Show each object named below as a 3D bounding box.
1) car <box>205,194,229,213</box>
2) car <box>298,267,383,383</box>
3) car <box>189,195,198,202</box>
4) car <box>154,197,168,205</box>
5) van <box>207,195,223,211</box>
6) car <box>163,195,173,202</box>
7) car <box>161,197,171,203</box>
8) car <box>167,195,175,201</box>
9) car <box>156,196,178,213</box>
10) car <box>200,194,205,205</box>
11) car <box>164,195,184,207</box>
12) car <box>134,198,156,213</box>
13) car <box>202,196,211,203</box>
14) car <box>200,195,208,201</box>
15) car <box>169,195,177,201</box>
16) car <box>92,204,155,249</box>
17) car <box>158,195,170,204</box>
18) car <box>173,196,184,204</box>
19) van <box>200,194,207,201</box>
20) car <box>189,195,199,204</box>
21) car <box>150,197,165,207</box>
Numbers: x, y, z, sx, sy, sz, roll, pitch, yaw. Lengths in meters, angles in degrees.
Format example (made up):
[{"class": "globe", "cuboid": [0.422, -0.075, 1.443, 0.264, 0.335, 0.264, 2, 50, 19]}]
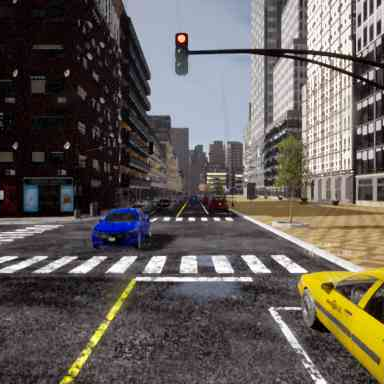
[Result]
[{"class": "car", "cuboid": [2.847, 1.325, 36.375, 2.192, 1.841, 5.009, 0, 0, 0]}, {"class": "car", "cuboid": [2.704, 1.525, 4.133, 1.752, 1.417, 4.829, 0, 0, 0]}, {"class": "car", "cuboid": [0.346, 1.565, 76.579, 1.837, 1.490, 4.892, 0, 0, 0]}, {"class": "car", "cuboid": [-5.433, 1.580, 58.518, 1.887, 1.381, 4.507, 0, 0, 0]}, {"class": "van", "cuboid": [2.872, 1.356, 41.901, 1.690, 1.788, 3.998, 0, 0, 0]}, {"class": "car", "cuboid": [-5.360, 1.502, 75.098, 1.967, 1.590, 4.097, 0, 0, 0]}, {"class": "car", "cuboid": [-5.384, 1.635, 69.572, 1.802, 1.307, 4.206, 0, 0, 0]}, {"class": "car", "cuboid": [-5.310, 1.607, 85.982, 1.752, 1.417, 4.829, 0, 0, 0]}, {"class": "car", "cuboid": [-2.933, 1.515, 36.754, 1.837, 1.490, 4.892, 0, 0, 0]}, {"class": "car", "cuboid": [2.946, 1.350, 58.481, 2.192, 1.841, 5.009, 0, 0, 0]}, {"class": "car", "cuboid": [-2.843, 1.520, 53.020, 2.128, 1.511, 4.902, 0, 0, 0]}, {"class": "car", "cuboid": [-5.531, 1.561, 36.412, 2.008, 1.369, 4.403, 0, 0, 0]}, {"class": "car", "cuboid": [2.996, 1.598, 69.534, 1.887, 1.381, 4.507, 0, 0, 0]}, {"class": "car", "cuboid": [3.071, 1.608, 86.284, 1.752, 1.417, 4.829, 0, 0, 0]}, {"class": "car", "cuboid": [-5.285, 1.639, 91.677, 1.887, 1.381, 4.507, 0, 0, 0]}, {"class": "car", "cuboid": [-3.043, 1.528, 15.136, 1.882, 1.535, 5.008, 0, 0, 0]}, {"class": "car", "cuboid": [-5.409, 1.484, 64.045, 1.967, 1.590, 4.097, 0, 0, 0]}, {"class": "car", "cuboid": [-2.690, 1.609, 69.357, 2.033, 1.411, 5.357, 0, 0, 0]}, {"class": "van", "cuboid": [3.094, 1.435, 91.640, 1.690, 1.788, 3.998, 0, 0, 0]}, {"class": "car", "cuboid": [0.398, 1.400, 66.684, 2.097, 1.767, 4.553, 0, 0, 0]}, {"class": "car", "cuboid": [-5.458, 1.578, 52.992, 2.008, 1.369, 4.403, 0, 0, 0]}]
